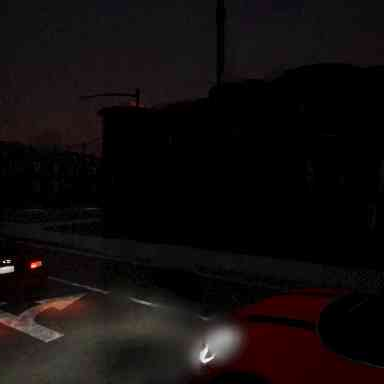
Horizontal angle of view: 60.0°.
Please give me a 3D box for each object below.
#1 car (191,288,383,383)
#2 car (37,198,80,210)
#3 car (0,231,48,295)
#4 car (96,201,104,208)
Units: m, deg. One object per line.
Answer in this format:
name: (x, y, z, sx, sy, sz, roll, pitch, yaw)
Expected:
car: (2.183, 1.352, 2.440, 4.553, 1.767, 2.097, 0, 0, 36)
car: (-17.701, 1.545, 44.332, 2.033, 1.411, 5.357, 0, 0, 36)
car: (-5.566, 1.547, 7.940, 5.357, 1.411, 2.033, 0, 0, 38)
car: (-11.479, 1.564, 46.999, 1.994, 1.385, 4.181, 0, 0, 36)
